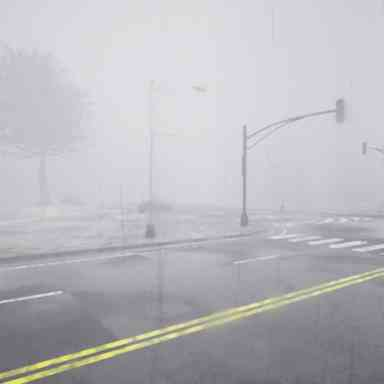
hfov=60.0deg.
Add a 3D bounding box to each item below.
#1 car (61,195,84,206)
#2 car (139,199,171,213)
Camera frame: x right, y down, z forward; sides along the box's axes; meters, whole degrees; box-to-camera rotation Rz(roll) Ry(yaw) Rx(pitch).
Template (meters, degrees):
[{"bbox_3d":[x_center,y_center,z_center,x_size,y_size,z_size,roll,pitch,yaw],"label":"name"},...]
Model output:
[{"bbox_3d":[-19.352,1.297,53.927,2.097,1.767,4.553,1,0,-43],"label":"car"},{"bbox_3d":[-4.080,1.513,36.618,1.994,1.385,4.181,1,0,-40],"label":"car"}]
